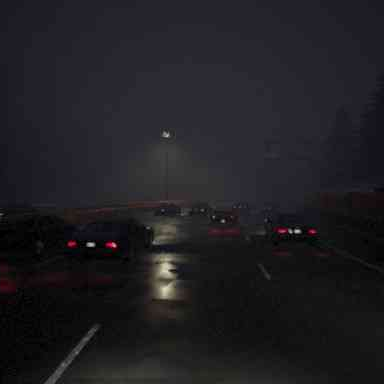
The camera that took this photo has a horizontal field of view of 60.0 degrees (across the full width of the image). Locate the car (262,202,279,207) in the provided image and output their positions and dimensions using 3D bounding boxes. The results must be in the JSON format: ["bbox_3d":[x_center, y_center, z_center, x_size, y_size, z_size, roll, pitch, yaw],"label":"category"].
[{"bbox_3d":[9.395,1.898,39.978,2.033,1.411,5.357,0,0,14],"label":"car"}]

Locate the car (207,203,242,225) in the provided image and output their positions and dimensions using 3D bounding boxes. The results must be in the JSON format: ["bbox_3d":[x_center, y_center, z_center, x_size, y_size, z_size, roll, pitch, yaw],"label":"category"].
[{"bbox_3d":[2.612,1.817,25.878,1.895,1.301,4.718,0,0,10],"label":"car"}]

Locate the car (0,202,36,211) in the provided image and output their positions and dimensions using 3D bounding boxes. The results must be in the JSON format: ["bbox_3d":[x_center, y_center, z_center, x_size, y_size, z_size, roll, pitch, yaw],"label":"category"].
[{"bbox_3d":[-15.001,1.681,27.930,1.837,1.490,4.892,0,-1,10],"label":"car"}]

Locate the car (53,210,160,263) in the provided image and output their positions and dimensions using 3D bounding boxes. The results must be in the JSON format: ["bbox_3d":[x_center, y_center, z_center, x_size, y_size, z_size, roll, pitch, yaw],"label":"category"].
[{"bbox_3d":[-2.783,1.638,12.384,2.033,1.411,5.357,0,0,5],"label":"car"}]

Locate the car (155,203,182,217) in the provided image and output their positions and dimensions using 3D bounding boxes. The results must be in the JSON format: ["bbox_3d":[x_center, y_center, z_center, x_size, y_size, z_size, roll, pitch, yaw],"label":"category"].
[{"bbox_3d":[-2.480,1.839,35.370,1.994,1.385,4.181,0,0,13],"label":"car"}]

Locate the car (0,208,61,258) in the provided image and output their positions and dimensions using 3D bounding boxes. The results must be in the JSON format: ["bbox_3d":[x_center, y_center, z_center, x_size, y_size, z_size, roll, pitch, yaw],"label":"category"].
[{"bbox_3d":[-6.170,1.591,13.223,1.837,1.490,4.892,0,0,5],"label":"car"}]

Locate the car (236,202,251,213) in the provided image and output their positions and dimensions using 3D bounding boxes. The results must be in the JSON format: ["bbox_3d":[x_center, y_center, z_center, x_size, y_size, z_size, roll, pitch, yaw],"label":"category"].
[{"bbox_3d":[6.303,1.904,41.986,2.033,1.411,5.357,0,0,14],"label":"car"}]

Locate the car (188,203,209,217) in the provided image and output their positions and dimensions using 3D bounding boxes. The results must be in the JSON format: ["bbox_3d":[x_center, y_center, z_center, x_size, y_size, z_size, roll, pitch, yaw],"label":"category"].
[{"bbox_3d":[0.992,1.832,35.096,2.033,1.411,5.357,0,0,14],"label":"car"}]

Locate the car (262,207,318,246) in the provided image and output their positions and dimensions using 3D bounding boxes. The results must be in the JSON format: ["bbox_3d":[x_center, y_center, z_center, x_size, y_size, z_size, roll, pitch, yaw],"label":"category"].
[{"bbox_3d":[4.645,1.693,16.200,2.033,1.411,5.357,0,0,7],"label":"car"}]

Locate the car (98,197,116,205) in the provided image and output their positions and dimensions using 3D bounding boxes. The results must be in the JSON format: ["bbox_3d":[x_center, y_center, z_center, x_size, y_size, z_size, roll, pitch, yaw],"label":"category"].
[{"bbox_3d":[-16.735,1.799,65.485,2.128,1.511,4.902,0,0,14],"label":"car"}]
